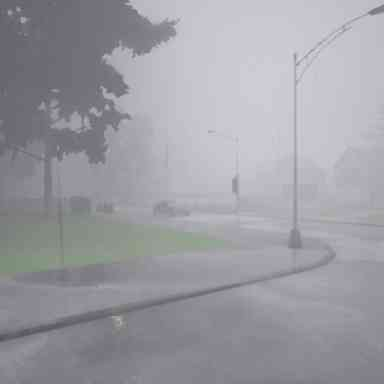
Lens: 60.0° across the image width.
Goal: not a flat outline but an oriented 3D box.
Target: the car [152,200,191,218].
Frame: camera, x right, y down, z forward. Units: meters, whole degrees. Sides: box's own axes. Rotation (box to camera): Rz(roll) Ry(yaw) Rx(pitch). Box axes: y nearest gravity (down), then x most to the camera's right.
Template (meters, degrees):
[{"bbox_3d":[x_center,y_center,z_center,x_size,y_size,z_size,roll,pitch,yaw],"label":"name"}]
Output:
[{"bbox_3d":[-1.988,1.506,30.243,1.812,1.442,4.674,0,0,-34],"label":"car"}]
